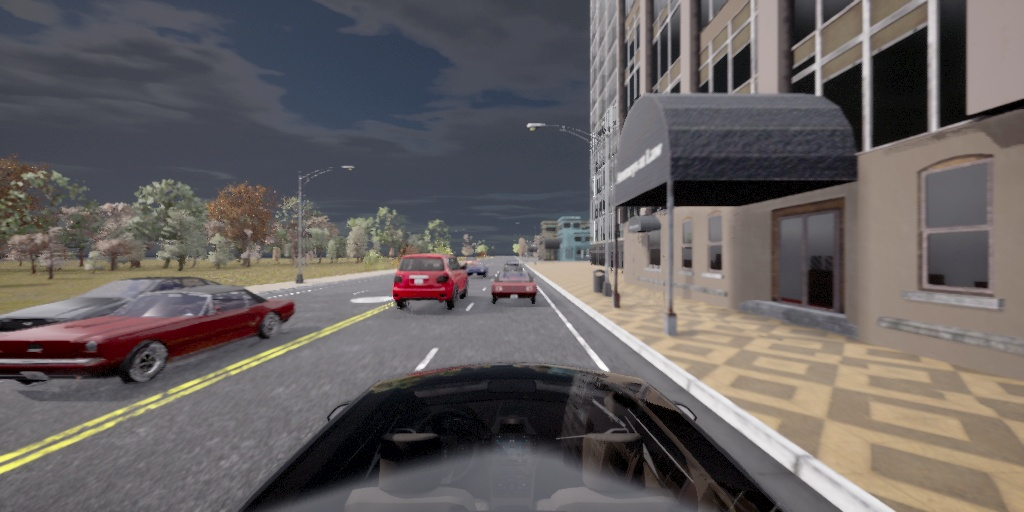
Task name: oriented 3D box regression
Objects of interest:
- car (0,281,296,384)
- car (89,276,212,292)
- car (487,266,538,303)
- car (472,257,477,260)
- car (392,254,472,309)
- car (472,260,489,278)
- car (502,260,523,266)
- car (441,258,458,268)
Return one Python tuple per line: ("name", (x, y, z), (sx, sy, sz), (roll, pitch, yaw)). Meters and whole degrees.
("car", (-6.599, 1.337, 7.159), (1.895, 1.301, 4.718), (0, 0, 0))
("car", (-9.856, 1.277, 9.855), (2.033, 1.411, 5.357), (0, 0, -1))
("car", (0.090, 1.314, 16.339), (1.895, 1.301, 4.718), (0, 0, 0))
("car", (-6.510, 0.958, 56.398), (2.097, 1.767, 4.553), (0, 0, 0))
("car", (-3.162, 0.940, 14.879), (2.150, 2.045, 5.566), (0, 0, 0))
("car", (-3.156, 1.271, 32.819), (1.895, 1.301, 4.718), (0, 0, 0))
("car", (0.097, 1.154, 36.078), (2.128, 1.511, 4.902), (0, 0, 0))
("car", (-9.762, 1.086, 56.520), (1.882, 1.535, 5.008), (0, 0, 0))
